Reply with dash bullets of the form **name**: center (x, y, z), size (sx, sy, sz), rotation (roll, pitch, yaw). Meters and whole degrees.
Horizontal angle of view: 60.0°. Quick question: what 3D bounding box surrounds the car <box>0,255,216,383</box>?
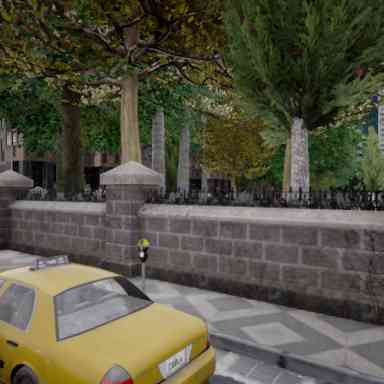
- **car**: center (-2.027, 1.525, 4.404), size (4.829, 1.417, 1.752), rotation (0, 0, 35)
